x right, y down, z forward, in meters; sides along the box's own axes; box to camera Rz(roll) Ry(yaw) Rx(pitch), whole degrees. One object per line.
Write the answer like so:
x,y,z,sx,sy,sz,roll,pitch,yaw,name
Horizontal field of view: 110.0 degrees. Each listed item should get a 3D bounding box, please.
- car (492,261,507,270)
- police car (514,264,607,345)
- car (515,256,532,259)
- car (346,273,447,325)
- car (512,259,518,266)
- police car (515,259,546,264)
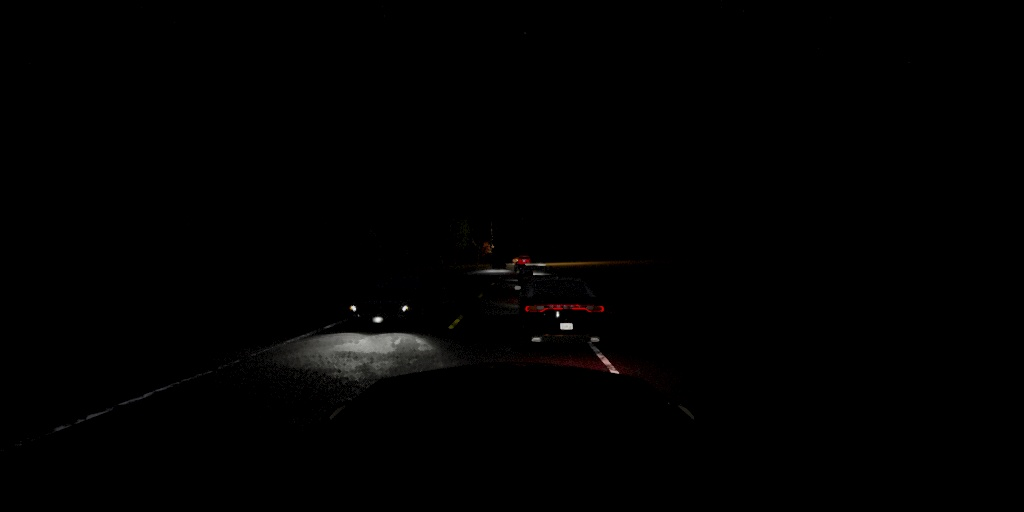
-1.890,1.340,53.468,1.895,1.301,4.718,0,0,4,car
1.099,1.175,9.623,1.930,1.638,5.238,0,0,1,police car
2.099,0.956,59.935,2.150,2.045,5.566,0,0,4,car
-3.507,1.298,12.114,2.033,1.411,5.357,0,0,1,car
1.308,1.344,46.810,1.895,1.301,4.718,0,0,4,car
1.272,1.175,19.588,1.930,1.638,5.238,0,0,1,police car
